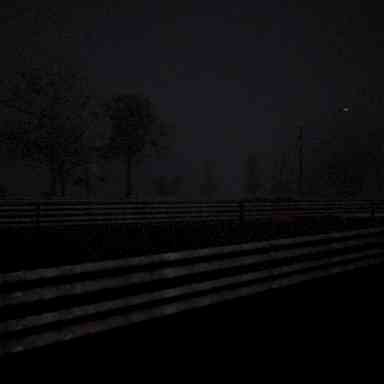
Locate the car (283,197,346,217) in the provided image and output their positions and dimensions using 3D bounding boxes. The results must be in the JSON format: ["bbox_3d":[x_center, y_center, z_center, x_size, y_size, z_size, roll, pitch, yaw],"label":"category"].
[{"bbox_3d":[10.057,1.303,26.637,4.718,1.301,1.895,0,0,-23],"label":"car"}]

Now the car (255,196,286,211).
[{"bbox_3d":[8.496,1.205,29.759,4.892,1.490,1.837,0,0,-23],"label":"car"}]

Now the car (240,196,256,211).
[{"bbox_3d":[6.950,1.207,32.905,4.892,1.490,1.837,0,0,-23],"label":"car"}]
